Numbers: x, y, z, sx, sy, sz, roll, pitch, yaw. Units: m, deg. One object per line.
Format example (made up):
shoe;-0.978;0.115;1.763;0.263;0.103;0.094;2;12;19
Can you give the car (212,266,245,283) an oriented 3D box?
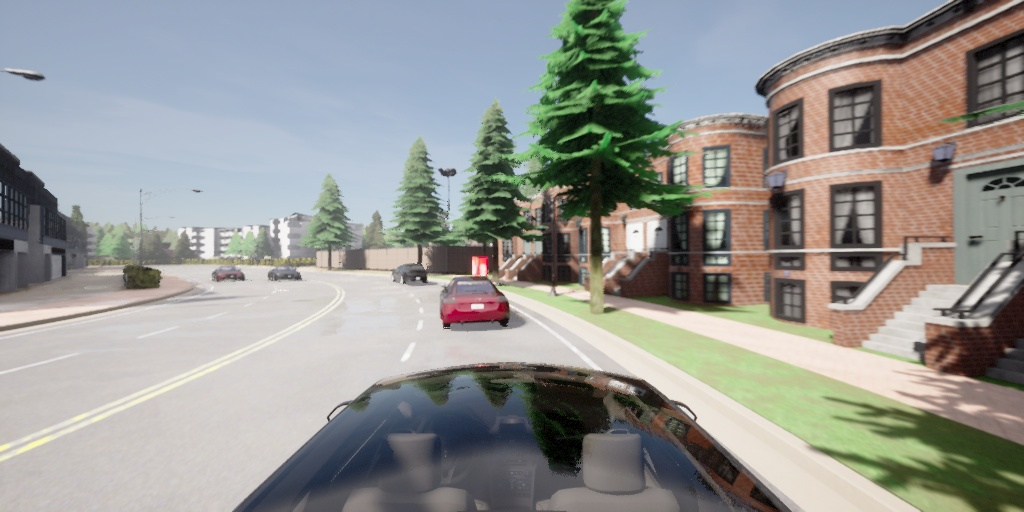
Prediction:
car;-25.379;1.585;32.044;4.181;1.385;1.994;-1;0;44

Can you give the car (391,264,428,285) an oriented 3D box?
car;-8.050;1.378;27.915;1.837;1.490;4.892;0;0;-32

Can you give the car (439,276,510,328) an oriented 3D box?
car;-1.349;1.347;11.679;1.994;1.385;4.181;0;0;-12

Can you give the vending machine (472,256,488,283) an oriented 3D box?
vending machine;-2.302;1.019;26.058;1.100;2.100;0.880;0;0;-28

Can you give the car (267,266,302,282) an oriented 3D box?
car;-20.156;1.542;31.691;1.994;1.385;4.181;0;0;-44
